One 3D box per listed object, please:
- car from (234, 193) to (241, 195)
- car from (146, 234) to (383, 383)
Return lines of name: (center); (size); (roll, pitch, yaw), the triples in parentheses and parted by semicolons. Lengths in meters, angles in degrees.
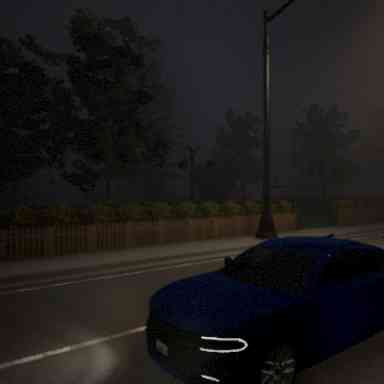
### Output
car: (9.198, 1.126, 69.275); (2.150, 2.045, 5.566); (0, 0, -36)
car: (1.701, 1.476, 5.187); (5.008, 1.535, 1.882); (0, 0, -35)
